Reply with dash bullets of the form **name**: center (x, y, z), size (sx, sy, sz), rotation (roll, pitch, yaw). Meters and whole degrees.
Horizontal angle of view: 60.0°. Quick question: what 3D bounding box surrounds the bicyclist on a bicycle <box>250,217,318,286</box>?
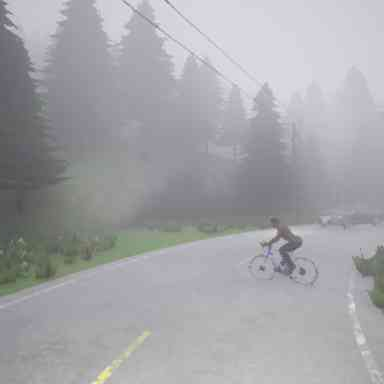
- **bicyclist on a bicycle**: center (2.200, 1.450, 8.133), size (1.656, 1.620, 0.582), rotation (-1, 0, 26)

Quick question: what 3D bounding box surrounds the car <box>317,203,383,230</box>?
- **car**: center (10.055, 1.485, 21.076), size (4.902, 1.511, 2.128), rotation (0, 0, -30)
